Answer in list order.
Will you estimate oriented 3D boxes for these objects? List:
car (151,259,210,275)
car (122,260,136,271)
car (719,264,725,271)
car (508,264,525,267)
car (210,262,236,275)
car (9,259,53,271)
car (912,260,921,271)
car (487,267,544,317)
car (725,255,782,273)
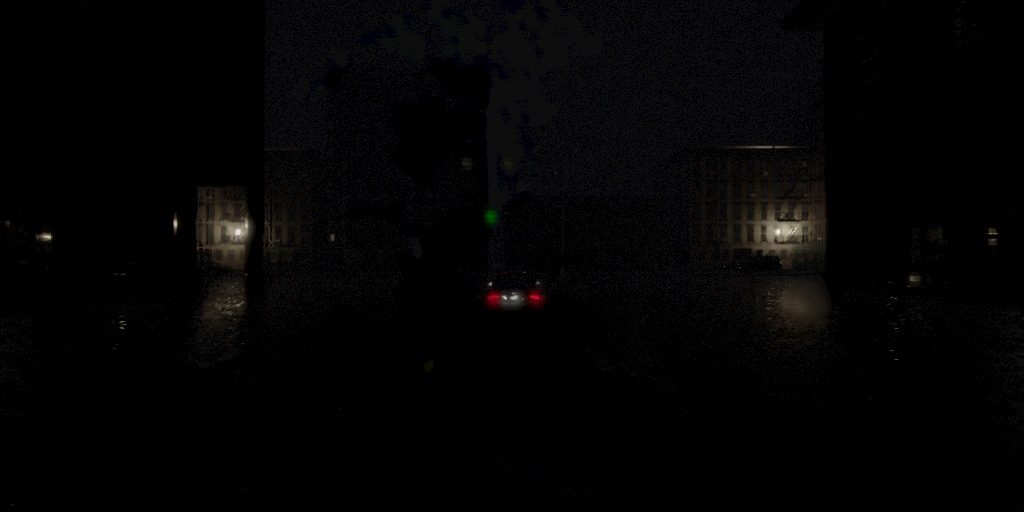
[{"bbox_3d":[-34.513,1.158,36.948,4.553,1.767,2.097,0,-1,0],"label":"car"},{"bbox_3d":[-45.656,1.239,43.553,4.553,1.767,2.097,0,-1,0],"label":"car"},{"bbox_3d":[29.743,1.279,46.959,4.892,1.490,1.837,0,-1,0],"label":"car"},{"bbox_3d":[0.357,1.341,28.516,1.994,1.385,4.181,0,0,4],"label":"car"},{"bbox_3d":[-34.208,1.383,40.196,5.357,1.411,2.033,0,-1,0],"label":"car"},{"bbox_3d":[-50.957,1.075,37.017,4.674,1.442,1.812,0,-1,0],"label":"car"},{"bbox_3d":[47.933,1.238,43.645,4.902,1.511,2.128,0,-1,0],"label":"car"},{"bbox_3d":[0.101,1.305,13.092,2.033,1.411,5.357,0,0,0],"label":"car"},{"bbox_3d":[29.727,0.965,43.718,5.566,2.045,2.150,0,-1,0],"label":"car"}]
